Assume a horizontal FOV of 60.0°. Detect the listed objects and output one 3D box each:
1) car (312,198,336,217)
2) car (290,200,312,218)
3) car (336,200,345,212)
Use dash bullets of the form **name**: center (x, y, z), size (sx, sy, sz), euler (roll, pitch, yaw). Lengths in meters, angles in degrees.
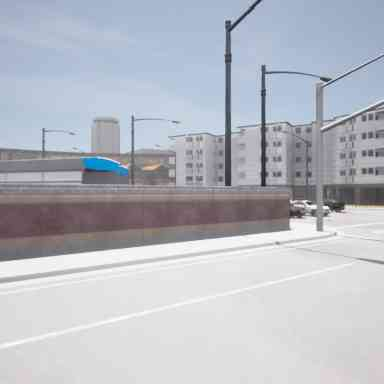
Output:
- **car**: center (10.791, 1.526, 31.646), size (1.812, 1.442, 4.674), euler (0, 0, -36)
- **car**: center (7.848, 1.505, 29.722), size (1.837, 1.490, 4.892), euler (0, 0, -35)
- **car**: center (14.986, 1.477, 38.229), size (1.882, 1.535, 5.008), euler (0, 0, -35)
